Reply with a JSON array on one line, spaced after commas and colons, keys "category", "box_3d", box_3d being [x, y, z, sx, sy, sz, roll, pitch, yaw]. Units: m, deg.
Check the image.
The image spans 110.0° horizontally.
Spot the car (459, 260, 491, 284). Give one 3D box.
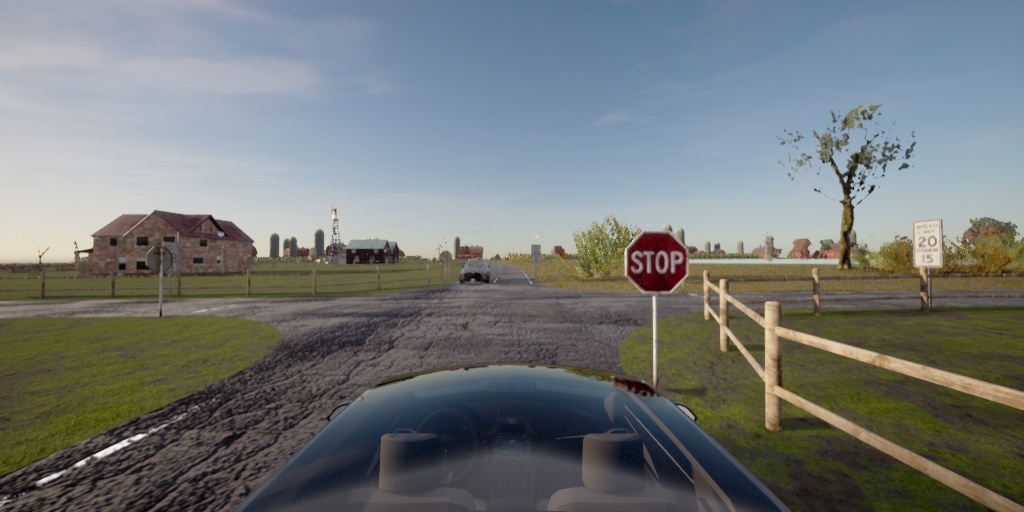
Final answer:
[{"category": "car", "box_3d": [-2.710, 1.097, 27.171, 2.097, 1.767, 4.553, 0, 0, 0]}]
